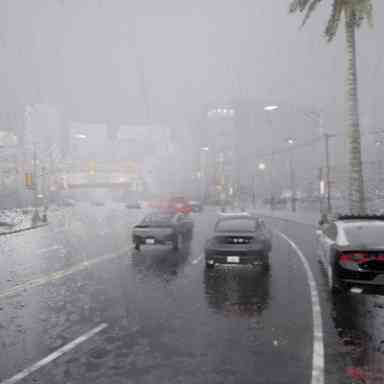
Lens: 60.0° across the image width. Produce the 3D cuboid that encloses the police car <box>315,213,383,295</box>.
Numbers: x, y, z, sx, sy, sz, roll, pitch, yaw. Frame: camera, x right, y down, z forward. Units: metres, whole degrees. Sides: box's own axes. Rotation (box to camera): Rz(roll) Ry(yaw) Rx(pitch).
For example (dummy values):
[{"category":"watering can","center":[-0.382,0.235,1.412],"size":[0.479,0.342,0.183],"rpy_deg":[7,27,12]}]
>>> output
[{"category":"police car","center":[4.352,1.377,8.594],"size":[1.930,1.638,5.238],"rpy_deg":[-2,0,16]}]

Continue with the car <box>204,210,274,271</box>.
[{"category":"car","center":[1.655,1.539,11.071],"size":[1.837,1.490,4.892],"rpy_deg":[-1,-1,14]}]

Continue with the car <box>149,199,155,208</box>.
[{"category":"car","center":[-5.731,1.876,54.864],"size":[2.097,1.767,4.553],"rpy_deg":[-1,0,-20]}]

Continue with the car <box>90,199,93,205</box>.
[{"category":"car","center":[-24.744,2.736,86.105],"size":[1.812,1.442,4.674],"rpy_deg":[-1,0,-20]}]

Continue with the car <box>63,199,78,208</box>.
[{"category":"car","center":[-27.648,2.689,75.447],"size":[2.097,1.535,5.008],"rpy_deg":[-1,0,-21]}]

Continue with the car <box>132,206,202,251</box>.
[{"category":"car","center":[-1.113,1.622,14.733],"size":[2.128,1.511,4.902],"rpy_deg":[-1,0,10]}]

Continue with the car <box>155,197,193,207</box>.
[{"category":"car","center":[-1.889,1.499,33.168],"size":[2.150,2.045,5.566],"rpy_deg":[-1,0,-15]}]

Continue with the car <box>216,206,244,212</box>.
[{"category":"car","center":[2.884,1.702,24.667],"size":[1.895,1.301,4.718],"rpy_deg":[-1,0,-3]}]

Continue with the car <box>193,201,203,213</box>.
[{"category":"car","center":[-0.227,1.755,39.002],"size":[1.882,1.535,5.008],"rpy_deg":[-1,0,-18]}]

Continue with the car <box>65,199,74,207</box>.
[{"category":"car","center":[-29.996,2.663,81.430],"size":[2.185,1.767,4.553],"rpy_deg":[-1,0,-21]}]

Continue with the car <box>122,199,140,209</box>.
[{"category":"car","center":[-10.221,2.214,56.975],"size":[1.994,1.385,4.181],"rpy_deg":[-1,0,-20]}]

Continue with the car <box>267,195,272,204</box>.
[{"category":"car","center":[13.602,1.305,55.626],"size":[2.185,1.767,4.553],"rpy_deg":[-1,0,-21]}]

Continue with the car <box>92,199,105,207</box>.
[{"category":"car","center":[-21.287,2.539,76.687],"size":[1.882,1.535,5.008],"rpy_deg":[-1,0,-20]}]
